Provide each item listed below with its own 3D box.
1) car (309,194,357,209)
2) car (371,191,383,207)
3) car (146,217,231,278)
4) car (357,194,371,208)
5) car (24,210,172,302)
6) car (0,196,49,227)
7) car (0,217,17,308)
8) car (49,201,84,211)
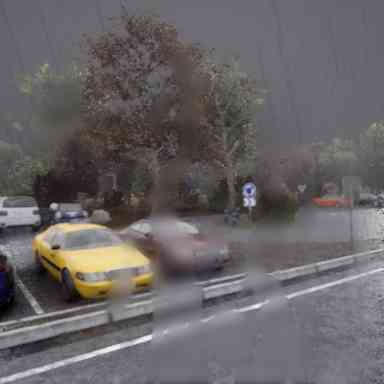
[{"bbox_3d":[15.530,0.981,37.553,2.185,1.767,4.553,-1,0,-35],"label":"car"},{"bbox_3d":[22.438,1.037,42.458,2.231,1.521,4.892,-1,0,-35],"label":"car"},{"bbox_3d":[-0.787,1.540,10.438,2.002,1.452,4.674,0,0,-35],"label":"car"},{"bbox_3d":[17.723,1.084,39.128,2.097,1.535,5.008,-1,0,-35],"label":"car"},{"bbox_3d":[-2.827,1.514,8.749,1.946,1.575,5.366,0,0,-35],"label":"car"},{"bbox_3d":[-10.505,1.265,19.601,2.435,2.045,5.566,0,0,-35],"label":"car"},{"bbox_3d":[-5.223,1.564,7.316,2.163,1.488,4.792,0,0,-35],"label":"car"},{"bbox_3d":[-8.197,1.372,21.162,2.185,1.767,4.553,0,0,-35],"label":"car"}]
